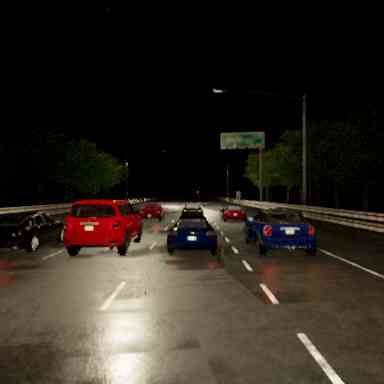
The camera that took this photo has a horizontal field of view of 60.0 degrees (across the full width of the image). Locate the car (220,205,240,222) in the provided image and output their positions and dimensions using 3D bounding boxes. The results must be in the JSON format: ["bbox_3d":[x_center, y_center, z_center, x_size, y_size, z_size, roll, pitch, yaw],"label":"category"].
[{"bbox_3d":[3.556,1.821,29.266,1.994,1.385,4.181,0,0,0],"label":"car"}]

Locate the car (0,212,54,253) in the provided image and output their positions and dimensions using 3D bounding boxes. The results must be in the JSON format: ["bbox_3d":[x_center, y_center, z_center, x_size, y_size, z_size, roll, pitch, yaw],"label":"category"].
[{"bbox_3d":[-6.983,1.637,14.266,1.837,1.490,4.892,0,0,0],"label":"car"}]

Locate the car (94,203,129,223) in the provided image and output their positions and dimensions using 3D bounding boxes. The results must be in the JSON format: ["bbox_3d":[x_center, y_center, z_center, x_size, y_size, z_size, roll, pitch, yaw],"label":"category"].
[{"bbox_3d":[-6.947,1.764,29.265,1.837,1.490,4.892,0,0,0],"label":"car"}]

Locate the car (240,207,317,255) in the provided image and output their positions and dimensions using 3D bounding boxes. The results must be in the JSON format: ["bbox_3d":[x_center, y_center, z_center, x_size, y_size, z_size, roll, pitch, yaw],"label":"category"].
[{"bbox_3d":[3.514,1.478,14.021,2.097,1.767,4.553,0,-1,0],"label":"car"}]

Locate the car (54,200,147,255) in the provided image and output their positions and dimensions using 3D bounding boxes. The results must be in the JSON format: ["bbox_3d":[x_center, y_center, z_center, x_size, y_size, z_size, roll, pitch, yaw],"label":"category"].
[{"bbox_3d":[-3.487,1.343,13.976,2.150,2.045,5.566,0,0,0],"label":"car"}]

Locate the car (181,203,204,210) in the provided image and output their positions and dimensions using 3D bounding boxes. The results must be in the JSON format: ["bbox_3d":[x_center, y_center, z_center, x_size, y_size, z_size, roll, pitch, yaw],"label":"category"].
[{"bbox_3d":[0.053,1.749,29.230,2.128,1.511,4.902,0,0,0],"label":"car"}]

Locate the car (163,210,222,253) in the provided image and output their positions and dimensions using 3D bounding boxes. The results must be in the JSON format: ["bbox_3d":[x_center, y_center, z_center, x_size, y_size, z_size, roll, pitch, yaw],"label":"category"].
[{"bbox_3d":[0.015,1.694,14.264,1.994,1.385,4.181,0,0,0],"label":"car"}]

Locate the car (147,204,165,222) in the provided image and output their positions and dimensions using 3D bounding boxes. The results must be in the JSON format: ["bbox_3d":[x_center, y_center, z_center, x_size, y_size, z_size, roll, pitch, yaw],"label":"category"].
[{"bbox_3d":[-3.446,1.782,29.317,1.812,1.442,4.674,0,0,0],"label":"car"}]
